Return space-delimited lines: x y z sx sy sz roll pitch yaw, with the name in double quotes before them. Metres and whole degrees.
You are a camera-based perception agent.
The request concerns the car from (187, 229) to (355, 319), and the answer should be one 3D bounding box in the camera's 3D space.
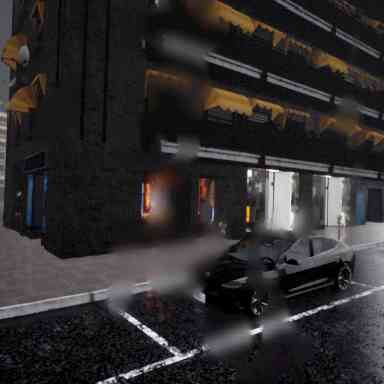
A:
"car" 1.928 1.570 7.441 4.313 1.339 1.947 0 2 -35
